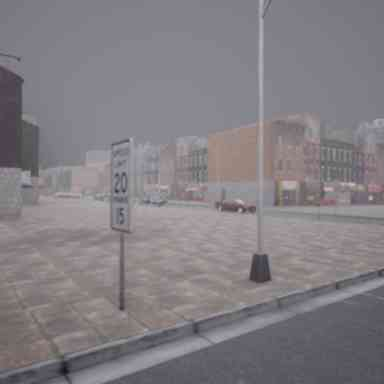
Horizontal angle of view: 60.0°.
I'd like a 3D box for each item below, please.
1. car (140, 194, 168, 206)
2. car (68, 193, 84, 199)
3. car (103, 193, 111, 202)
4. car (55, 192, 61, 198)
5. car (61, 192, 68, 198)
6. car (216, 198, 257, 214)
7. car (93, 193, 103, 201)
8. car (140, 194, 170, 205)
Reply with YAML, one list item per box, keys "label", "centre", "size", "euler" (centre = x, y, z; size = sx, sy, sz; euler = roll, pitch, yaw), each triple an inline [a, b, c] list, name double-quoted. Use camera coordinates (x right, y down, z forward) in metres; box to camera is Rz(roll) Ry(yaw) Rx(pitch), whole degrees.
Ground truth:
- label: "car"
  centre: [-5.410, 1.111, 44.522]
  size: [1.947, 1.339, 4.313]
  euler: [1, 0, -35]
- label: "car"
  centre: [-24.484, 0.844, 71.406]
  size: [2.008, 1.369, 4.403]
  euler: [1, 0, -35]
- label: "car"
  centre: [-11.919, 0.930, 53.034]
  size: [1.882, 1.535, 5.008]
  euler: [0, 0, -35]
- label: "car"
  centre: [-30.843, 0.771, 80.367]
  size: [1.887, 1.381, 4.507]
  euler: [1, 0, -35]
- label: "car"
  centre: [-27.663, 0.803, 75.886]
  size: [1.887, 1.381, 4.507]
  euler: [1, 0, -35]
- label: "car"
  centre: [4.126, 1.250, 31.081]
  size: [1.887, 1.381, 4.507]
  euler: [1, 0, -35]
- label: "car"
  centre: [-15.975, 0.901, 58.741]
  size: [1.837, 1.490, 4.892]
  euler: [0, 0, -35]
- label: "car"
  centre: [-5.547, 1.070, 49.329]
  size: [2.033, 1.411, 5.357]
  euler: [0, 0, -35]
